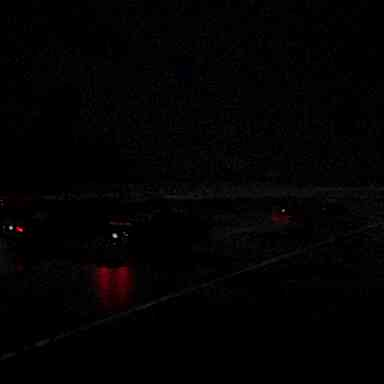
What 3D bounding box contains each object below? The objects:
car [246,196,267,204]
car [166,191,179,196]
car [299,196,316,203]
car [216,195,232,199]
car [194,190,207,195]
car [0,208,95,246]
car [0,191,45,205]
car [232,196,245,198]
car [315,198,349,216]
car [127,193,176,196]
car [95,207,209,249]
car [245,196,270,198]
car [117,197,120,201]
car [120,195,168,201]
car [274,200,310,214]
[{"bbox_3d":[12.294,1.456,62.882,1.812,1.442,4.674,0,0,41],"label":"car"},{"bbox_3d":[-4.518,0.600,68.865,2.128,1.511,4.902,1,2,25],"label":"car"},{"bbox_3d":[25.319,1.676,72.906,1.882,1.535,5.008,0,-1,40],"label":"car"},{"bbox_3d":[5.486,1.303,54.798,1.882,1.535,5.008,0,0,41],"label":"car"},{"bbox_3d":[2.148,0.177,82.352,1.812,1.442,4.674,1,2,27],"label":"car"},{"bbox_3d":[-5.269,1.406,14.574,2.033,1.411,5.357,0,1,40],"label":"car"},{"bbox_3d":[-19.177,0.897,37.059,2.150,2.045,5.566,1,1,27],"label":"car"},{"bbox_3d":[8.860,1.419,53.367,1.994,1.385,4.181,0,0,40],"label":"car"},{"bbox_3d":[13.198,1.344,31.112,1.882,1.535,5.008,0,0,40],"label":"car"},{"bbox_3d":[-4.544,1.222,37.496,1.882,1.535,5.008,0,0,40],"label":"car"},{"bbox_3d":[-1.229,1.361,13.939,2.128,1.511,4.902,0,1,40],"label":"car"},{"bbox_3d":[10.429,1.338,49.818,1.882,1.535,5.008,0,-1,40],"label":"car"},{"bbox_3d":[-10.700,0.964,55.412,1.994,1.385,4.181,1,1,24],"label":"car"},{"bbox_3d":[-4.342,1.287,32.305,1.812,1.442,4.674,0,0,40],"label":"car"},{"bbox_3d":[9.955,1.444,32.695,1.895,1.301,4.718,0,0,40],"label":"car"}]
